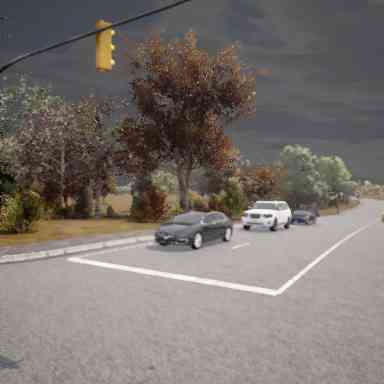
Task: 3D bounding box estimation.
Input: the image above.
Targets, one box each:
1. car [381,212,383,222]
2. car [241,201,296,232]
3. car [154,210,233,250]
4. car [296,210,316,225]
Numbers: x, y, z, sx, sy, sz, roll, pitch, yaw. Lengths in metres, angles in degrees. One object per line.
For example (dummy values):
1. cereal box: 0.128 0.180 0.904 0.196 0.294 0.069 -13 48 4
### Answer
1. car: 28.653 3.568 48.362 1.882 1.535 5.008 0 -3 31
2. car: 5.402 1.636 23.635 2.150 2.045 5.566 0 -2 31
3. car: 0.232 1.584 15.028 1.837 1.490 4.892 0 -1 31
4. car: 10.886 2.476 32.728 2.033 1.411 5.357 0 -3 31
